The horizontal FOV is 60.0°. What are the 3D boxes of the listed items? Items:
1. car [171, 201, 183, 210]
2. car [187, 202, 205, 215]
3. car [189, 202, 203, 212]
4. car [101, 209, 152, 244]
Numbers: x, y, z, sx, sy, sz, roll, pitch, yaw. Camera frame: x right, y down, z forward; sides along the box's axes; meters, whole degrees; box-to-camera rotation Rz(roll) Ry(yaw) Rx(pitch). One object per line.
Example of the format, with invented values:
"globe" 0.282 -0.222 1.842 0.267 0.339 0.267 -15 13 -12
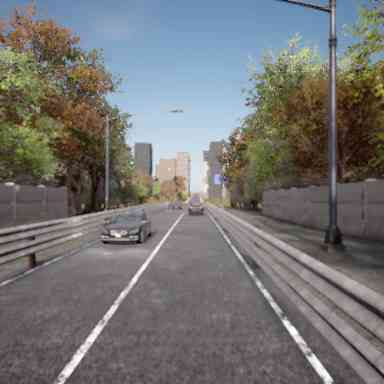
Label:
"car" -2.602 2.349 57.185 1.837 1.490 4.892 0 -1 1
"car" 0.485 1.976 39.662 2.128 1.511 4.902 0 -1 1
"car" 0.617 2.236 50.031 2.033 1.411 5.357 0 -1 1
"car" -3.153 1.675 16.800 1.837 1.490 4.892 0 -1 1
